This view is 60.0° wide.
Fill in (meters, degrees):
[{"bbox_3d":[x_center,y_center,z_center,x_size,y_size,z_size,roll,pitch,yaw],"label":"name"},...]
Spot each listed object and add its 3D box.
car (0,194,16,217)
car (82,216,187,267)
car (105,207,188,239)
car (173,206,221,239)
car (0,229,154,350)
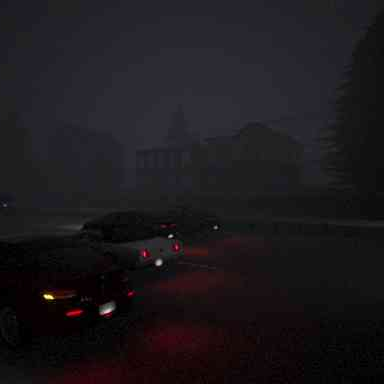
[{"bbox_3d":[-17.920,1.231,29.651,5.566,2.045,2.150,0,0,35],"label":"car"},{"bbox_3d":[-2.688,1.603,10.202,4.718,1.301,1.895,0,0,35],"label":"car"},{"bbox_3d":[-2.799,1.508,14.581,4.892,1.490,1.837,0,0,35],"label":"car"},{"bbox_3d":[-0.824,1.495,17.469,4.902,1.511,2.128,0,0,35],"label":"car"},{"bbox_3d":[-3.114,1.528,6.209,4.674,1.442,1.812,0,0,35],"label":"car"}]
